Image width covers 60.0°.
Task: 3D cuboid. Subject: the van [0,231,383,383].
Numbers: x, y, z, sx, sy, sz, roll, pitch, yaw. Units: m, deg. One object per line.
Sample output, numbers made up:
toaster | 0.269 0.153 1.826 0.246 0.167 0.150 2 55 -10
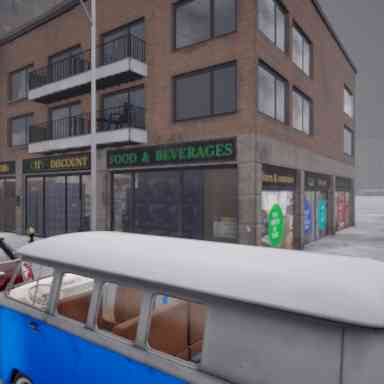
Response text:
van | -0.178 1.342 2.971 3.998 1.788 1.690 0 0 35
